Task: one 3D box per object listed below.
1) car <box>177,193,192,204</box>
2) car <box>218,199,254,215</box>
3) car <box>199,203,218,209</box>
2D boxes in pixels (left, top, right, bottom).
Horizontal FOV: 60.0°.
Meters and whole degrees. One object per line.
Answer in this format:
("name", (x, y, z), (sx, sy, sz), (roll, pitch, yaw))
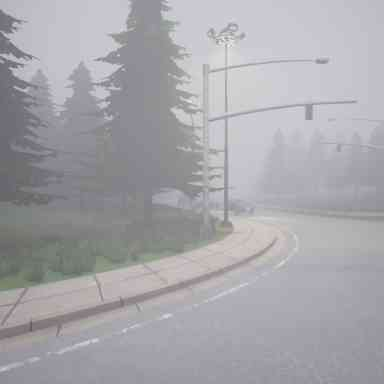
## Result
("car", (-0.830, 1.221, 54.060), (2.150, 2.045, 5.566), (0, 0, -17))
("car", (4.735, 1.492, 34.265), (2.128, 1.511, 4.902), (0, 0, -15))
("car", (2.092, 1.601, 43.907), (1.895, 1.301, 4.718), (0, 0, -16))
